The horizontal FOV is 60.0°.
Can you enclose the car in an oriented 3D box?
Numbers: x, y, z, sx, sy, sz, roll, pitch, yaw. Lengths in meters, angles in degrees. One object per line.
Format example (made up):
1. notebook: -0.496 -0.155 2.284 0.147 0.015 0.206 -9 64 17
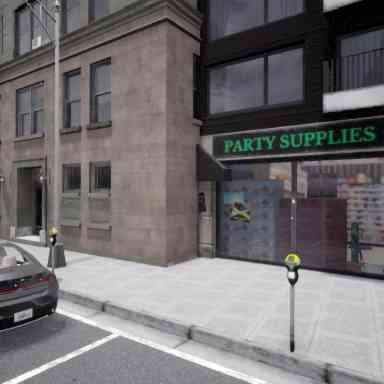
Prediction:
1. car: -4.216 1.550 6.090 4.403 1.369 2.008 0 0 36
